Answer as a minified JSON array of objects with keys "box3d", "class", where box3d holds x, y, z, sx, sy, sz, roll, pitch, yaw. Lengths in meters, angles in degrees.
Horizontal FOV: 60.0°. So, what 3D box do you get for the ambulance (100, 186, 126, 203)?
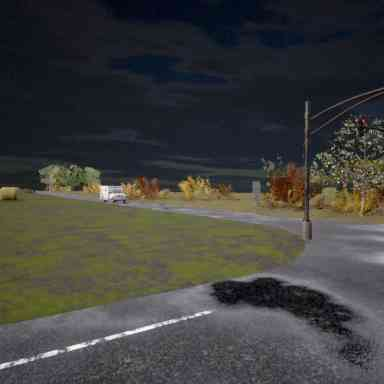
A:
[{"box3d":[-11.873,0.341,50.071,2.351,2.431,6.366,2,0,-32],"class":"ambulance"}]
